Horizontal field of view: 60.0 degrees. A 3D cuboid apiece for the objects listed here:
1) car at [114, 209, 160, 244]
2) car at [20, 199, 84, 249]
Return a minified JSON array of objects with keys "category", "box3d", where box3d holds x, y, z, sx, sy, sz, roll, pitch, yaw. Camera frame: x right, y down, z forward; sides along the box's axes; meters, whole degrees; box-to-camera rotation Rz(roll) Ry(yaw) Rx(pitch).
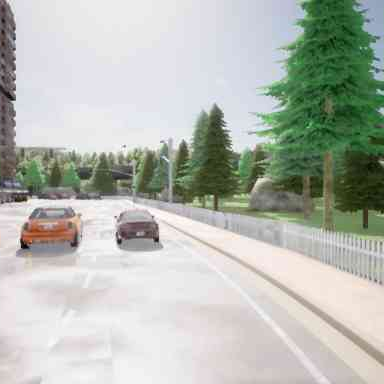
[{"category":"car","box3d":[-2.670,1.531,15.721,1.812,1.442,4.674,0,0,-15]},{"category":"car","box3d":[-6.047,1.364,14.801,2.097,1.767,4.553,0,0,-15]}]
